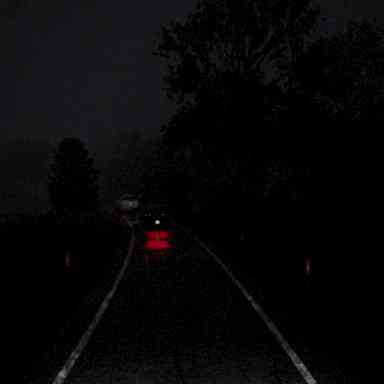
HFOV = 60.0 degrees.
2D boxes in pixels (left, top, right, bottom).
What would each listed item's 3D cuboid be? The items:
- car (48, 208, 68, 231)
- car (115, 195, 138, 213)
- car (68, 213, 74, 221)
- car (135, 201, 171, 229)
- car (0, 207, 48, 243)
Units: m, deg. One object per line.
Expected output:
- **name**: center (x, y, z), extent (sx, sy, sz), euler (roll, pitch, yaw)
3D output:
- **car**: center (-10.696, 1.853, 23.624), extent (2.097, 1.535, 5.008), euler (0, -1, -8)
- **car**: center (-7.795, 1.344, 39.528), extent (2.150, 2.045, 5.566), euler (-1, 0, -21)
- **car**: center (-11.761, 1.925, 29.766), extent (2.002, 1.452, 4.674), euler (0, 0, -10)
- **car**: center (-2.585, 1.555, 22.406), extent (1.837, 1.490, 4.892), euler (0, 0, -12)
- **car**: center (-9.902, 1.803, 17.970), extent (2.231, 1.521, 4.892), euler (0, -1, -6)
